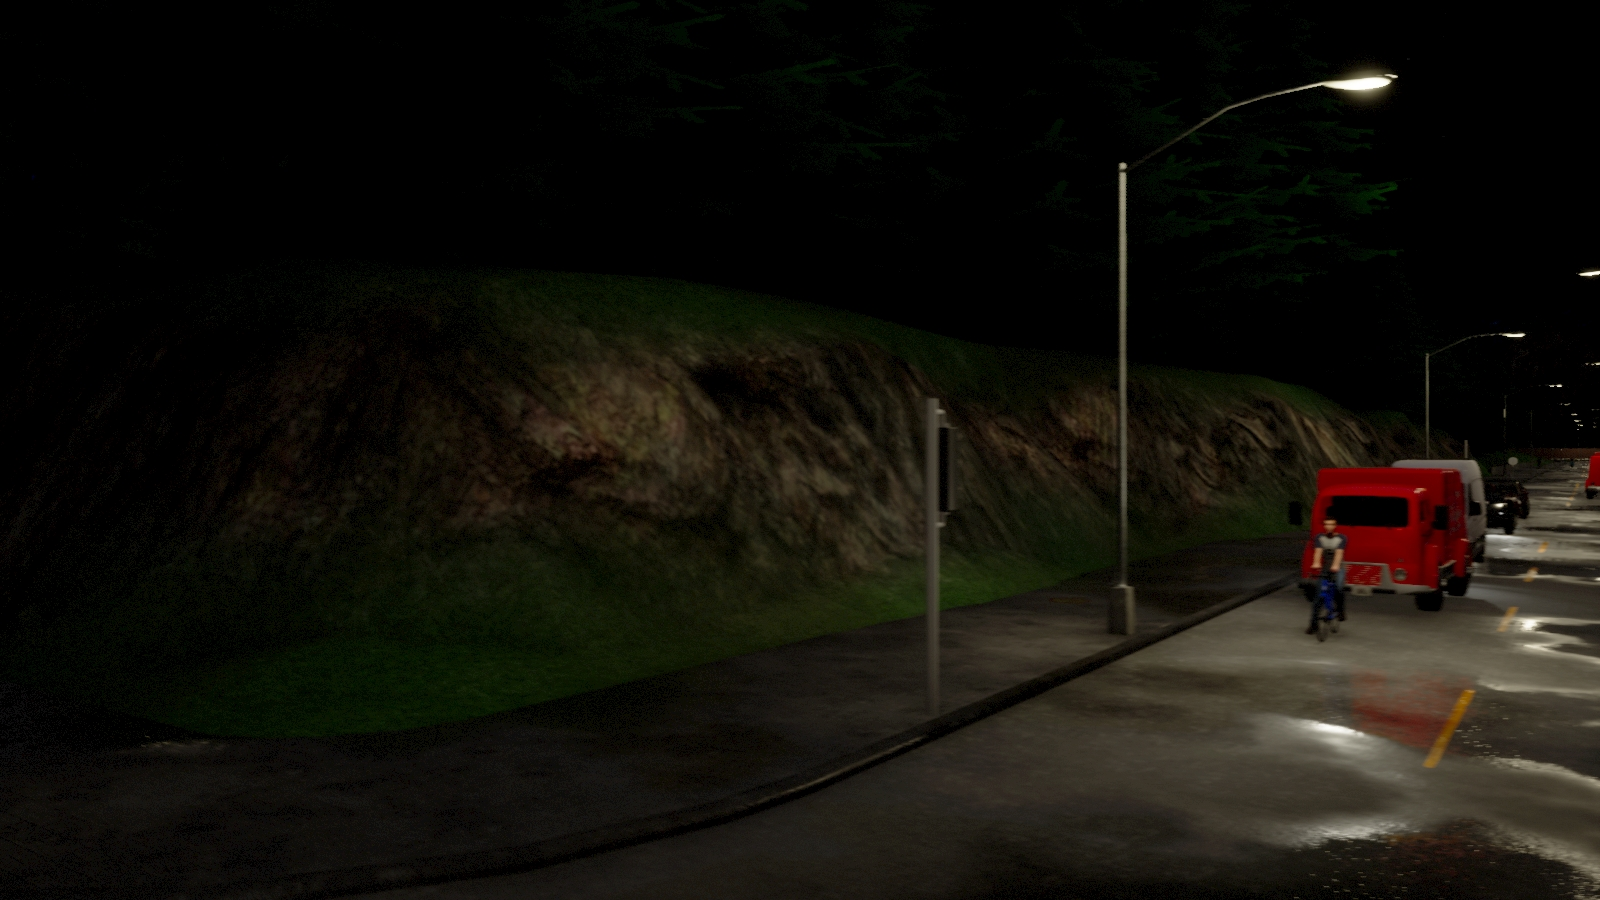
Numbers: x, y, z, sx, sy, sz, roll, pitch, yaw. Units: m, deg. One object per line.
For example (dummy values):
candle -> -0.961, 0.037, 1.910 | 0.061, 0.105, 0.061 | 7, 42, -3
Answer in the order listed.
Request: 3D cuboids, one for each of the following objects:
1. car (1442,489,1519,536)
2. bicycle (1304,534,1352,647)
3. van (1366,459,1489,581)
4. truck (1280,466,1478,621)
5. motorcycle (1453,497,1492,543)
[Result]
car -> 23.575, 2.118, 39.533 | 1.994, 1.385, 4.181 | 0, 0, 35
bicycle -> 7.898, 2.056, 17.072 | 0.373, 1.496, 1.643 | 0, 0, 35
van -> 15.241, 1.534, 27.574 | 1.988, 2.561, 5.915 | 0, 0, 35
truck -> 11.053, 1.568, 21.589 | 2.627, 2.467, 5.204 | 0, 0, 35
motorcycle -> 20.787, 2.142, 35.313 | 0.856, 1.316, 1.805 | 0, 0, 36
